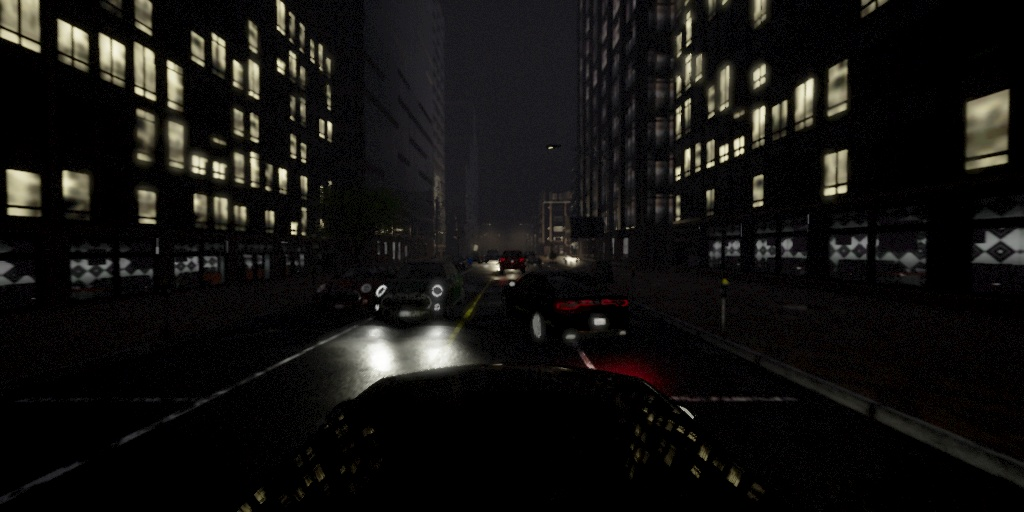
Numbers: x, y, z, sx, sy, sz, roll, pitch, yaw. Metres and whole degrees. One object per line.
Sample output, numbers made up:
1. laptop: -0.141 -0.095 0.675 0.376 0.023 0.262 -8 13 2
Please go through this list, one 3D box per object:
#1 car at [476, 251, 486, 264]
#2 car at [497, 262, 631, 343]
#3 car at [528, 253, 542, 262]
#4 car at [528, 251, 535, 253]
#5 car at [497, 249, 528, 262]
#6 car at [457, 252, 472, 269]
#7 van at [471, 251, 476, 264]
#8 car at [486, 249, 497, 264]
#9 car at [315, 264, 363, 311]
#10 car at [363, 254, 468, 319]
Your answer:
1. car: -5.430 0.225 51.970 2.192 1.841 5.009 0 0 0
2. car: 1.088 1.097 9.442 1.882 1.535 5.008 0 1 -15
3. car: 2.476 0.645 40.872 2.007 1.370 4.403 0 0 0
4. car: 2.451 0.224 51.988 2.192 1.841 5.009 0 0 0
5. car: 0.030 0.474 31.501 2.150 2.045 5.566 0 1 0
6. car: -5.391 0.628 35.296 1.967 1.591 4.097 0 0 0
7. van: -5.404 0.436 40.854 1.690 1.789 3.998 0 0 0
8. car: -2.870 0.011 54.004 2.150 2.045 5.566 0 1 0
9. car: -5.341 0.999 13.065 1.967 1.591 4.097 0 0 0
10. car: -2.871 0.931 11.884 2.097 1.767 4.553 0 1 0
